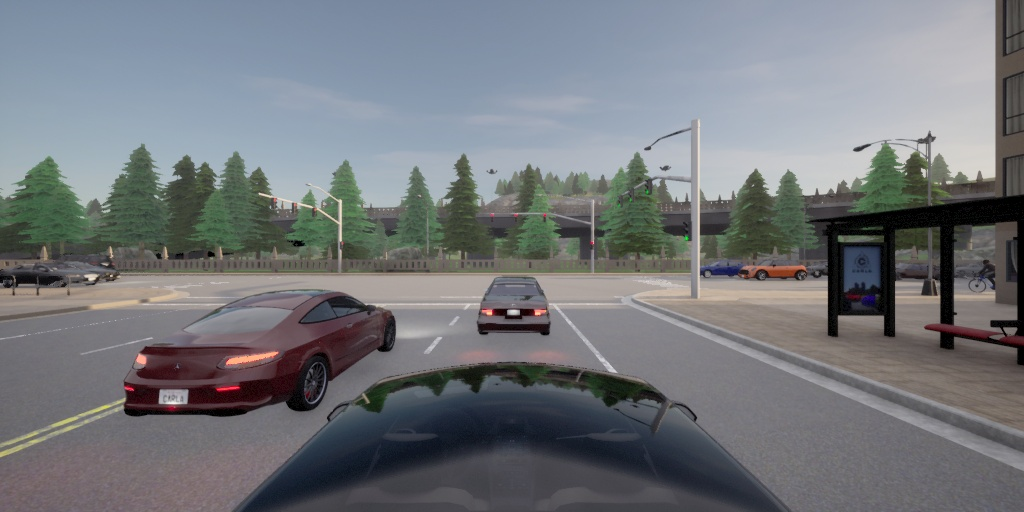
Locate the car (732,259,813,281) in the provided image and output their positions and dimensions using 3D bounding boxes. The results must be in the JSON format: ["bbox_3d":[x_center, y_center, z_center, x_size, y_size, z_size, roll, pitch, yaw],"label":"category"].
[{"bbox_3d":[20.951,1.046,28.973,4.553,1.767,2.097,0,0,2],"label":"car"}]

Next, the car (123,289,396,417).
[{"bbox_3d":[-3.447,1.276,5.969,1.812,1.442,4.674,0,0,0],"label":"car"}]

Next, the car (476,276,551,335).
[{"bbox_3d":[0.087,1.297,10.464,2.033,1.411,5.357,0,0,1],"label":"car"}]

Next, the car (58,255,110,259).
[{"bbox_3d":[-40.354,0.916,33.236,5.566,2.045,2.150,0,0,0],"label":"car"}]

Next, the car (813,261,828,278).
[{"bbox_3d":[28.286,1.186,32.146,4.902,1.511,2.128,0,0,4],"label":"car"}]

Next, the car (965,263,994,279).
[{"bbox_3d":[38.740,1.258,30.257,4.181,1.385,1.994,0,0,18],"label":"car"}]

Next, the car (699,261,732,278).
[{"bbox_3d":[18.905,1.172,32.527,5.008,1.535,1.882,0,0,1],"label":"car"}]

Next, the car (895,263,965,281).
[{"bbox_3d":[31.558,1.242,28.454,5.357,1.411,2.033,0,0,7],"label":"car"}]

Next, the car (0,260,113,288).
[{"bbox_3d":[-28.743,1.187,22.393,4.902,1.511,2.128,0,0,-1],"label":"car"}]

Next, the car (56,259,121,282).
[{"bbox_3d":[-31.400,1.200,25.943,4.892,1.490,1.837,0,0,0],"label":"car"}]

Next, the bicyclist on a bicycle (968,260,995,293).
[{"bbox_3d":[22.755,0.995,17.060,0.582,1.620,1.656,0,0,1],"label":"bicyclist on a bicycle"}]
